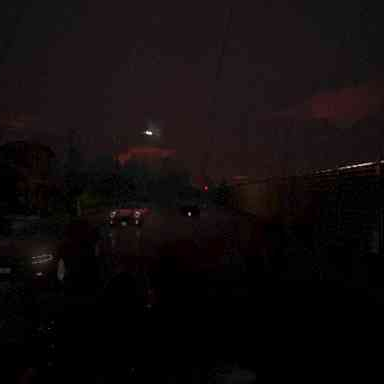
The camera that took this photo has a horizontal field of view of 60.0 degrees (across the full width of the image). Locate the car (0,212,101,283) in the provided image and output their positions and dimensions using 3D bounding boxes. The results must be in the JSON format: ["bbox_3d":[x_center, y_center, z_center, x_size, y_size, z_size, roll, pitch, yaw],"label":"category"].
[{"bbox_3d":[-4.223,1.523,10.019,1.882,1.535,5.008,0,0,0],"label":"car"}]

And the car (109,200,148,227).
[{"bbox_3d":[-4.342,1.457,23.349,2.097,1.767,4.553,0,0,-1],"label":"car"}]

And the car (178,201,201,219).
[{"bbox_3d":[-0.242,1.643,30.903,1.837,1.490,4.892,0,0,-1],"label":"car"}]

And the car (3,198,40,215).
[{"bbox_3d":[-14.873,1.302,28.184,3.633,1.501,1.845,0,0,-3],"label":"car"}]
